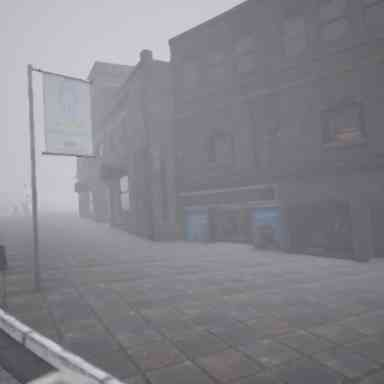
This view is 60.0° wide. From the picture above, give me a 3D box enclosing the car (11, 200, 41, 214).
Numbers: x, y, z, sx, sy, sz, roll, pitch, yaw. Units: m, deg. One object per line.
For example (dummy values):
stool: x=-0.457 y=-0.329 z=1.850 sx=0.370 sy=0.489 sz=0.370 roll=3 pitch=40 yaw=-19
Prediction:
car: x=-26.970 y=2.439 z=54.149 sx=2.150 sy=2.045 sz=5.566 roll=-4 pitch=-1 yaw=7
